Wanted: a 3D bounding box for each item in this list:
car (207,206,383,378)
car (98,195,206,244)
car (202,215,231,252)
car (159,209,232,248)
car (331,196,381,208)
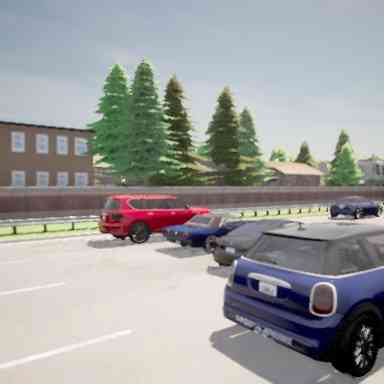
[{"bbox_3d":[2.748,1.299,5.707,4.553,1.767,2.097,-1,0,-36],"label":"car"},{"bbox_3d":[-1.520,1.146,15.559,5.566,2.045,2.150,-1,0,-36],"label":"car"},{"bbox_3d":[2.643,1.488,9.932,4.181,1.385,1.994,-1,0,-36],"label":"car"},{"bbox_3d":[1.296,1.516,13.272,4.718,1.301,1.895,-1,0,-36],"label":"car"},{"bbox_3d":[12.757,1.106,25.751,4.553,1.767,2.097,-1,0,-36],"label":"car"}]
